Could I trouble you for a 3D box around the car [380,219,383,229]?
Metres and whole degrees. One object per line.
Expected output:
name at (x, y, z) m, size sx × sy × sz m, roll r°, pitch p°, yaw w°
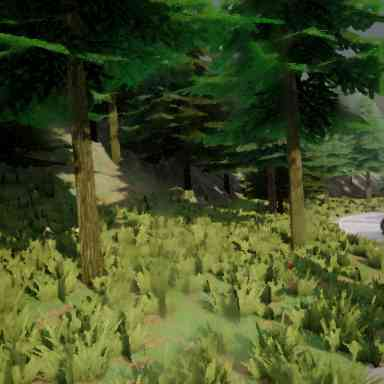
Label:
car at (11.217, 1.677, 17.187) m, size 1.994 × 1.385 × 4.181 m, roll -4°, pitch -2°, yaw 16°
